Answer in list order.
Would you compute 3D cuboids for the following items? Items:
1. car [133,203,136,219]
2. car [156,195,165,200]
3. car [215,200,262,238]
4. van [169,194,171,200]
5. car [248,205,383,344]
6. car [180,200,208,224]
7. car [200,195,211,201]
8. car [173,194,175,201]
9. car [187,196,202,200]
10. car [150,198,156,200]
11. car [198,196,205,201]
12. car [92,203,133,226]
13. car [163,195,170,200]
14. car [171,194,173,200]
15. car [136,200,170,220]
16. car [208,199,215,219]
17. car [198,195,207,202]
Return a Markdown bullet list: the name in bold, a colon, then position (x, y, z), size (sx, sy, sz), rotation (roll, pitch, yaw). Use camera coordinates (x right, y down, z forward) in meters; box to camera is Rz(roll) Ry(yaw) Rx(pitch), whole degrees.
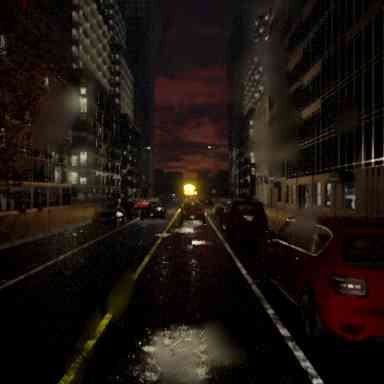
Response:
- **car**: position (-5.755, 1.609, 29.159), size (1.947, 1.339, 4.313), rotation (0, 0, 0)
- **car**: position (-5.806, 1.617, 51.928), size (2.008, 1.369, 4.403), rotation (0, 0, 0)
- **car**: position (2.653, 1.344, 17.782), size (2.192, 1.841, 5.009), rotation (0, 0, 0)
- **van**: position (-5.844, 1.422, 69.005), size (1.690, 1.788, 3.998), rotation (0, 0, 0)
- **car**: position (2.679, 1.327, 6.398), size (2.192, 1.841, 5.009), rotation (0, 0, 0)
- **car**: position (0.041, 1.565, 25.196), size (1.812, 1.442, 4.674), rotation (0, 0, 0)
- **car**: position (2.561, 1.639, 57.627), size (1.947, 1.339, 4.313), rotation (0, 0, 0)
- **car**: position (-5.896, 1.533, 91.773), size (1.967, 1.590, 4.097), rotation (0, 0, 0)
- **car**: position (0.006, 1.561, 41.284), size (1.837, 1.490, 4.892), rotation (0, 0, 0)
- **car**: position (-5.780, 1.638, 40.542), size (1.802, 1.307, 4.206), rotation (0, 0, 0)
- **car**: position (2.484, 1.676, 91.778), size (1.802, 1.307, 4.206), rotation (0, 0, 0)
- **car**: position (-5.741, 1.587, 23.467), size (2.008, 1.369, 4.403), rotation (0, 0, 0)
- **car**: position (-5.832, 1.621, 63.312), size (1.887, 1.381, 4.507), rotation (0, 0, 0)
- **car**: position (-5.858, 1.666, 74.697), size (1.802, 1.307, 4.206), rotation (0, 0, 0)
- **car**: position (-3.163, 1.606, 28.146), size (1.994, 1.385, 4.181), rotation (0, 0, 0)
- **car**: position (2.626, 1.570, 29.335), size (1.752, 1.417, 4.829), rotation (0, 0, 0)
- **car**: position (2.511, 1.529, 80.393), size (1.967, 1.590, 4.097), rotation (0, 0, 0)
